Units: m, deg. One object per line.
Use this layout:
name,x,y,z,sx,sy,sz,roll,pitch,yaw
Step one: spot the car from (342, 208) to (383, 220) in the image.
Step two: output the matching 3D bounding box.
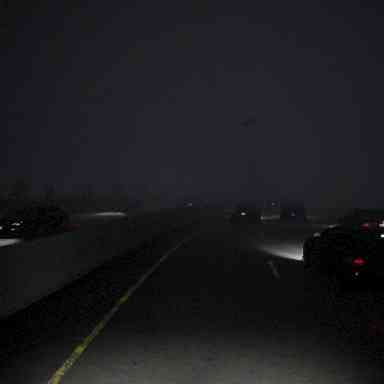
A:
car,9.193,1.551,17.510,2.033,1.411,5.357,0,0,13

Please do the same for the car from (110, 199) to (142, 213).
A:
car,-7.171,1.497,36.305,1.994,1.385,4.181,0,0,20

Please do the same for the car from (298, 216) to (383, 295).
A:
car,4.279,1.565,8.690,1.994,1.385,4.181,0,0,6

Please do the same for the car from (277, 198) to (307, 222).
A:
car,8.024,1.466,26.310,1.882,1.535,5.008,0,0,17

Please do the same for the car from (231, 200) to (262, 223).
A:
car,4.257,1.543,25.855,1.994,1.385,4.181,0,0,16

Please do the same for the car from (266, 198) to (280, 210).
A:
car,10.669,1.480,41.709,2.163,1.488,4.792,0,0,27

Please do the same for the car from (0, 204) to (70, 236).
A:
car,-8.615,1.457,18.181,1.837,1.490,4.892,0,0,11

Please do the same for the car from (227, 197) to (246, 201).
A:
car,7.883,1.547,57.860,1.895,1.301,4.718,0,0,34

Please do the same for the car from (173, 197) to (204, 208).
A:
car,-0.286,1.306,34.763,2.097,1.767,4.553,0,0,21
